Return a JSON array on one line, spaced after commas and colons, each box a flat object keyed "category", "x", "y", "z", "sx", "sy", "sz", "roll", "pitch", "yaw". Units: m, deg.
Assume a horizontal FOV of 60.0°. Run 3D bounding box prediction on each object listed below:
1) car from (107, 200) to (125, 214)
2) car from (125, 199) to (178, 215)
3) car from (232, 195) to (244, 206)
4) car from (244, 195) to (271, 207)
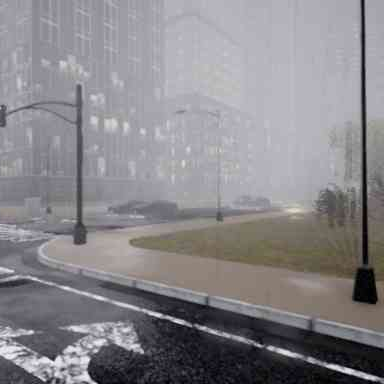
[{"category": "car", "x": -6.225, "y": 1.475, "z": 34.575, "sx": 2.033, "sy": 1.411, "sz": 5.357, "roll": -1, "pitch": 0, "yaw": 37}, {"category": "car", "x": -3.600, "y": 1.451, "z": 32.661, "sx": 2.033, "sy": 1.411, "sz": 5.357, "roll": -1, "pitch": 0, "yaw": 37}, {"category": "car", "x": 8.295, "y": 1.309, "z": 53.700, "sx": 2.097, "sy": 1.767, "sz": 4.553, "roll": -1, "pitch": 0, "yaw": 37}, {"category": "car", "x": 10.364, "y": 1.410, "z": 51.056, "sx": 1.882, "sy": 1.535, "sz": 5.008, "roll": -1, "pitch": -1, "yaw": 37}]
